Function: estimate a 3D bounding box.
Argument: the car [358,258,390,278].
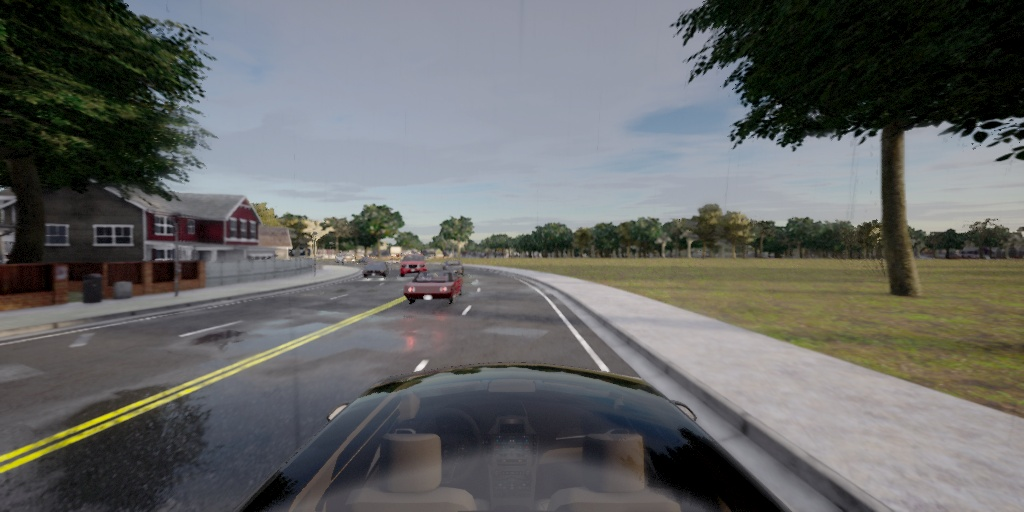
[{"bbox_3d":[-12.132,1.165,32.400,2.033,1.411,5.357,0,0,-14],"label":"car"}]

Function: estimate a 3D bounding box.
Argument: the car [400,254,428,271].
[{"bbox_3d":[-8.870,0.831,32.553,2.150,2.045,5.566,0,0,-13],"label":"car"}]

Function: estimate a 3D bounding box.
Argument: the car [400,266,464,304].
[{"bbox_3d":[-3.261,1.289,15.865,1.895,1.301,4.718,0,0,-2],"label":"car"}]

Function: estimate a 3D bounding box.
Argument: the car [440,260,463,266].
[{"bbox_3d":[-5.562,1.085,33.276,2.128,1.511,4.902,0,0,-13],"label":"car"}]
